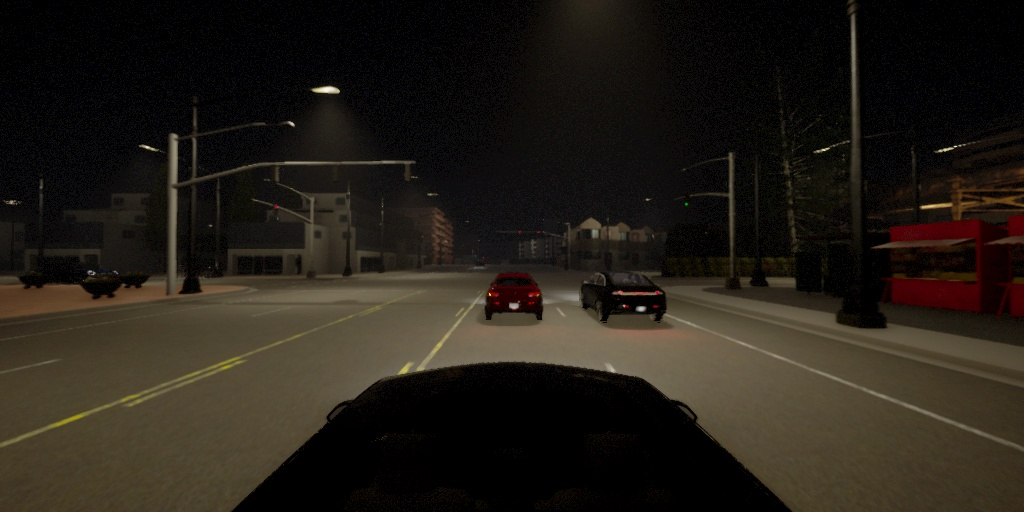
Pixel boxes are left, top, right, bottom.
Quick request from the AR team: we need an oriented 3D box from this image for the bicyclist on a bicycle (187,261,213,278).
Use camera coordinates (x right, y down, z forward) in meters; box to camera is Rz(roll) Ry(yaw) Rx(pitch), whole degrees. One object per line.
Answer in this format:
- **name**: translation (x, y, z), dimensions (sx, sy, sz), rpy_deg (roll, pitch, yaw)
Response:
- **bicyclist on a bicycle**: translation (-29.660, 1.301, 34.353), dimensions (1.656, 1.620, 0.582), rpy_deg (1, -1, -23)

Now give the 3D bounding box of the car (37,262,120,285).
- **car**: translation (-32.263, 1.239, 26.735), dimensions (4.553, 1.767, 2.097), rpy_deg (0, -1, 1)

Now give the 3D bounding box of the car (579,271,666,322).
- **car**: translation (3.562, 1.261, 12.286), dimensions (2.128, 1.511, 4.902), rpy_deg (0, 0, 0)

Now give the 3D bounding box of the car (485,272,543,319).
- **car**: translation (0.070, 1.305, 12.731), dimensions (1.812, 1.442, 4.674), rpy_deg (0, -1, 0)

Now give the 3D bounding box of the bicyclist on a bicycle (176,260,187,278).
- **bicyclist on a bicycle**: translation (-31.540, 1.215, 34.566), dimensions (1.656, 1.620, 0.582), rpy_deg (25, 6, -27)
